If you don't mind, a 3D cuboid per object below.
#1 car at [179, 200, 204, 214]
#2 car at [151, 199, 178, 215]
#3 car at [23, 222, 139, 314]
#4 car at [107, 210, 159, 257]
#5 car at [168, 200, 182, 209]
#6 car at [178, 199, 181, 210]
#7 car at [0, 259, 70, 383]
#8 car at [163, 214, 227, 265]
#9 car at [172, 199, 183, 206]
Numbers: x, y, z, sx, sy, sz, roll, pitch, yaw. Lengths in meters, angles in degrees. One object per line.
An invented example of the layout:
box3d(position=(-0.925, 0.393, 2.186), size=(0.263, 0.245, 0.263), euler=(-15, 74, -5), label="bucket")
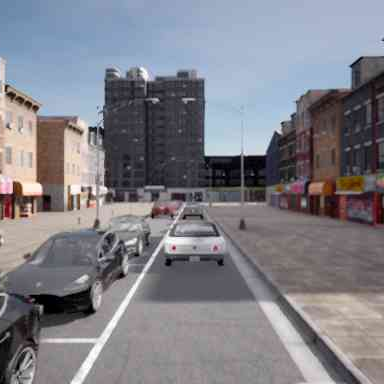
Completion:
box3d(position=(0.101, 1.731, 31.081), size=(2.033, 1.411, 5.357), euler=(0, 0, 0), label="car")
box3d(position=(-2.748, 1.543, 32.499), size=(2.097, 1.767, 4.553), euler=(0, 0, 0), label="car")
box3d(position=(-2.639, 1.612, 7.726), size=(1.947, 1.339, 4.313), euler=(0, 0, 0), label="car")
box3d(position=(-2.638, 1.629, 13.178), size=(2.008, 1.369, 4.403), euler=(0, 0, 0), label="car")
box3d(position=(-2.636, 1.867, 51.342), size=(1.947, 1.339, 4.313), euler=(0, 0, 0), label="car")
box3d(position=(-2.636, 1.852, 45.890), size=(1.802, 1.307, 4.206), euler=(0, 0, 0), label="car")
box3d(position=(-2.639, 1.580, 2.274), size=(1.947, 1.339, 4.313), euler=(0, 0, 0), label="car")
box3d(position=(0.090, 1.672, 11.909), size=(1.895, 1.301, 4.718), euler=(0, 0, 0), label="car")
box3d(position=(-2.635, 1.931, 62.246), size=(1.947, 1.339, 4.313), euler=(0, 0, 0), label="car")
